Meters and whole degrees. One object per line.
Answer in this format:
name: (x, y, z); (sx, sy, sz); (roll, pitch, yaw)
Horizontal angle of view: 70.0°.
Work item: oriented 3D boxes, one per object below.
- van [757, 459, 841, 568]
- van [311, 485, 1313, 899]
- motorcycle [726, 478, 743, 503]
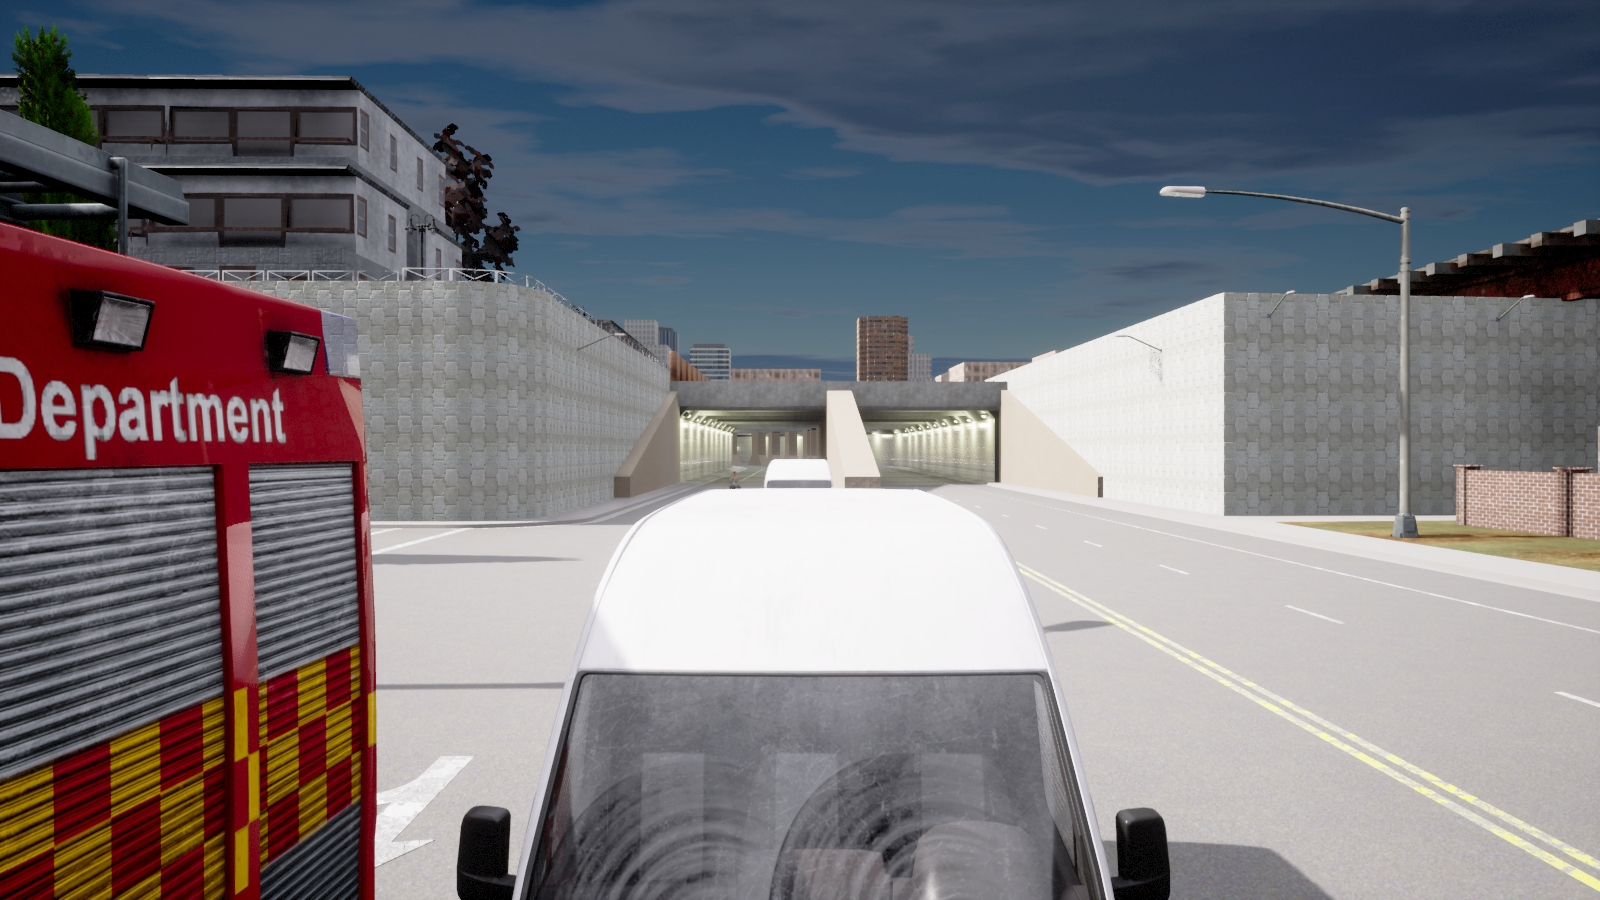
van: (-0.030, 1.534, 30.122); (1.988, 2.561, 5.915); (0, 0, 0)
van: (0.047, 1.534, 5.226); (1.988, 2.561, 5.915); (0, 0, 1)
motorcycle: (-3.548, 2.170, 61.879); (0.764, 1.277, 2.356); (0, 0, 0)
